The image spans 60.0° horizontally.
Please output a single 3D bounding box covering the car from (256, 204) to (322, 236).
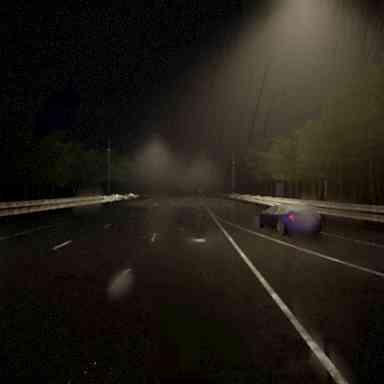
[{"bbox_3d":[5.049,1.385,17.900,2.163,1.488,4.792,0,0,-10],"label":"car"}]
